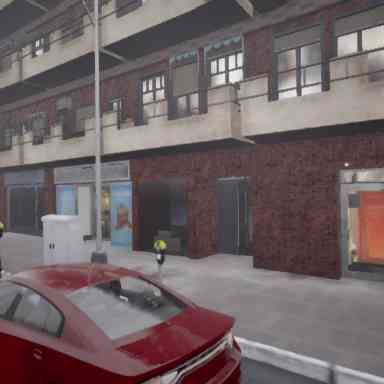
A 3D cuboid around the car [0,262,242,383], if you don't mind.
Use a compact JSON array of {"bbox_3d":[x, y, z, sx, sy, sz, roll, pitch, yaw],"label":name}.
[{"bbox_3d":[-1.608,1.543,4.039,4.507,1.381,1.887,0,-1,36],"label":"car"}]
